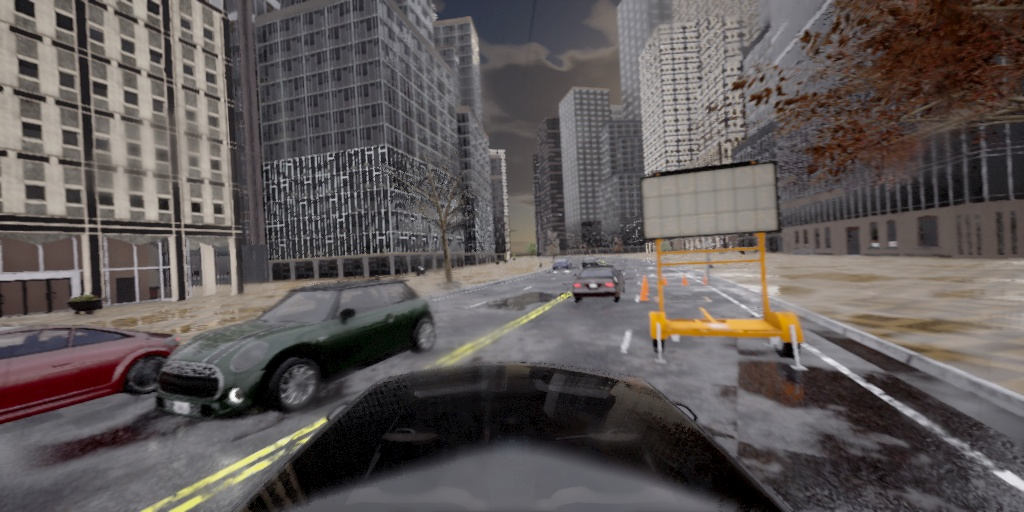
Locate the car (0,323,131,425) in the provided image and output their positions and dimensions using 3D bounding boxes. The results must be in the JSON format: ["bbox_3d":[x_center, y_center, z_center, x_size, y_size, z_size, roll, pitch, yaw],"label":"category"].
[{"bbox_3d":[-7.548,1.735,5.155,1.994,1.385,4.181,-3,0,23],"label":"car"}]

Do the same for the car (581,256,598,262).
[{"bbox_3d":[9.942,0.755,45.546,1.882,1.535,5.008,-3,0,16],"label":"car"}]

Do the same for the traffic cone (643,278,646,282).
[{"bbox_3d":[5.961,1.411,16.169,0.340,0.580,0.340,0,0,21],"label":"traffic cone"}]

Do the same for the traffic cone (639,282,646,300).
[{"bbox_3d":[5.249,1.446,14.300,0.340,0.580,0.340,0,0,21],"label":"traffic cone"}]

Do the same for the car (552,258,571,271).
[{"bbox_3d":[6.188,1.011,44.235,1.812,1.442,4.674,-3,0,16],"label":"car"}]

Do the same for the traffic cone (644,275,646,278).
[{"bbox_3d":[6.672,1.375,18.038,0.340,0.580,0.340,0,0,21],"label":"traffic cone"}]

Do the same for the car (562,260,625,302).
[{"bbox_3d":[3.889,1.115,15.752,2.033,1.411,5.357,-3,0,20],"label":"car"}]

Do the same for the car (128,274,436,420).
[{"bbox_3d":[-3.425,1.301,6.674,2.097,1.767,4.553,-3,0,22],"label":"car"}]

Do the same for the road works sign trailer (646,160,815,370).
[{"bbox_3d":[4.049,0.006,7.267,2.380,3.560,2.880,0,0,21],"label":"road works sign trailer"}]
